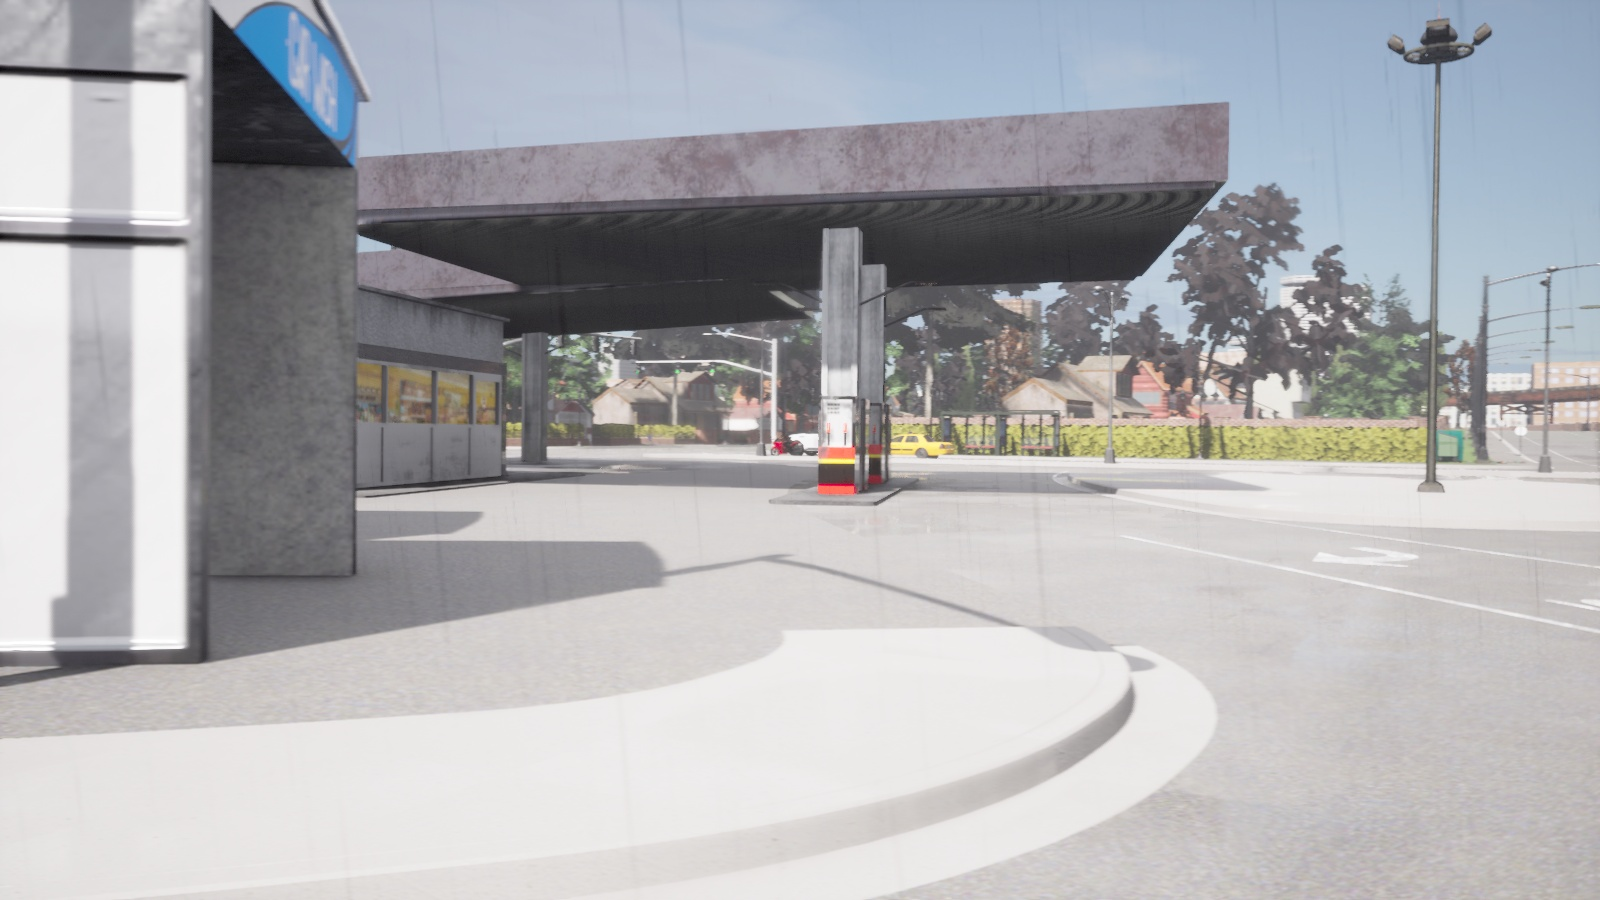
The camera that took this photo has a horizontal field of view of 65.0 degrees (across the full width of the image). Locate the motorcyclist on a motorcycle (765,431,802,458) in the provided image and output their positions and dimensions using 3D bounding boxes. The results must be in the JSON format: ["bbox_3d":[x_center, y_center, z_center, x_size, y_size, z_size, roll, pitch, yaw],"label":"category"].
[{"bbox_3d":[-0.963,-0.312,73.267,2.044,1.523,0.797,0,1,27],"label":"motorcyclist on a motorcycle"}]

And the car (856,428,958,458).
[{"bbox_3d":[5.907,-0.379,69.705,5.366,1.575,1.801,0,1,27],"label":"car"}]

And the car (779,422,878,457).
[{"bbox_3d":[1.702,-0.643,75.821,5.566,2.045,2.150,0,1,27],"label":"car"}]
